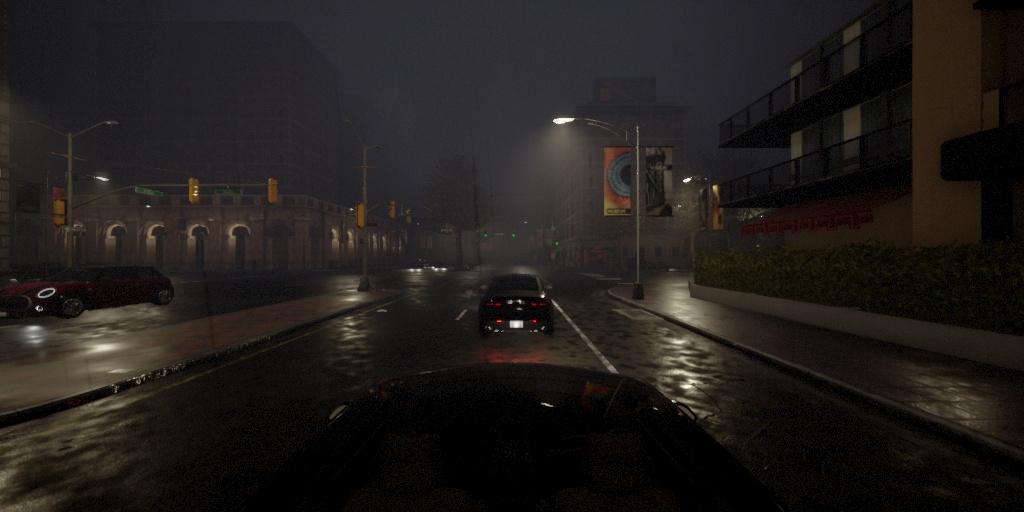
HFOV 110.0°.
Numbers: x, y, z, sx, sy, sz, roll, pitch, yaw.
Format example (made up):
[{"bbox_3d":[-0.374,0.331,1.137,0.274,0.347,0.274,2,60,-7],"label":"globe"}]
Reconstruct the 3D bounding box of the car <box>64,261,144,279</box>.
[{"bbox_3d":[-36.674,1.228,32.310,5.008,1.535,1.882,0,0,0],"label":"car"}]

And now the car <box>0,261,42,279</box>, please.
[{"bbox_3d":[-46.128,1.228,32.330,5.008,1.535,1.882,0,0,0],"label":"car"}]

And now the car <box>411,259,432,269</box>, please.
[{"bbox_3d":[-14.857,1.241,57.885,2.128,1.511,4.902,0,0,0],"label":"car"}]

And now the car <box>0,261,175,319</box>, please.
[{"bbox_3d":[-14.960,1.122,12.792,2.097,1.767,4.553,0,0,0],"label":"car"}]

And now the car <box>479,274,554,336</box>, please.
[{"bbox_3d":[0.110,1.256,10.379,1.837,1.490,4.892,0,0,0],"label":"car"}]

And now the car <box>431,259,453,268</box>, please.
[{"bbox_3d":[-11.352,1.314,58.657,1.994,1.385,4.181,0,0,0],"label":"car"}]

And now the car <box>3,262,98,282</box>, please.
[{"bbox_3d":[-36.930,1.241,28.810,4.902,1.511,2.128,0,0,0],"label":"car"}]
